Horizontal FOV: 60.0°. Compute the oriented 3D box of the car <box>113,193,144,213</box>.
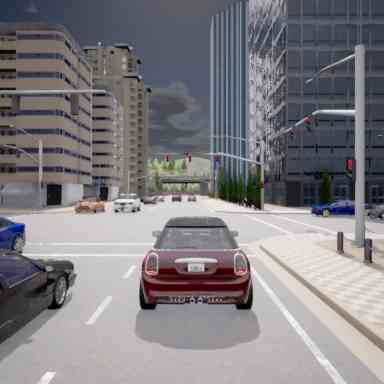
[{"bbox_3d":[-7.105,1.212,36.797,2.150,2.045,5.566,0,-1,0],"label":"car"}]

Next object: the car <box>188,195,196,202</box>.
[{"bbox_3d":[-0.004,1.547,75.859,1.994,1.385,4.181,0,0,0],"label":"car"}]

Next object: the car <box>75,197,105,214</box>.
[{"bbox_3d":[-10.603,1.323,34.807,2.097,1.767,4.553,0,-1,0],"label":"car"}]

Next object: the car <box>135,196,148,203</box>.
[{"bbox_3d":[-10.503,1.595,69.111,1.895,1.301,4.718,0,0,0],"label":"car"}]

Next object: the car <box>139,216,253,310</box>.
[{"bbox_3d":[0.082,1.352,7.988,2.097,1.767,4.553,0,0,0],"label":"car"}]

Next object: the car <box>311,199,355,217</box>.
[{"bbox_3d":[13.292,1.422,29.885,5.008,1.535,1.882,0,0,1],"label":"car"}]

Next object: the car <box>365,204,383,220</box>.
[{"bbox_3d":[16.279,1.436,26.362,4.902,1.511,2.128,0,0,0],"label":"car"}]

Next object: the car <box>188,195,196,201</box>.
[{"bbox_3d":[-0.004,1.493,84.353,1.812,1.442,4.674,0,0,0],"label":"car"}]

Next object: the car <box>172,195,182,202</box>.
[{"bbox_3d":[-3.504,1.470,74.743,1.882,1.535,5.008,0,0,0],"label":"car"}]

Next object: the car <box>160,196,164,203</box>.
[{"bbox_3d":[-7.003,1.525,71.487,2.128,1.511,4.902,0,0,0],"label":"car"}]

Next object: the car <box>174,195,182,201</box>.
[{"bbox_3d":[-3.504,1.509,84.353,2.033,1.411,5.357,0,0,0],"label":"car"}]

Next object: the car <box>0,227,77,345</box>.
[{"bbox_3d":[-3.434,1.547,4.790,2.033,1.411,5.357,0,0,0],"label":"car"}]

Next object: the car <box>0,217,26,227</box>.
[{"bbox_3d":[-7.101,1.478,10.379,1.882,1.535,5.008,0,0,0],"label":"car"}]

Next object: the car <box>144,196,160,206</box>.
[{"bbox_3d":[-7.089,1.547,56.070,2.033,1.411,5.357,0,0,0],"label":"car"}]

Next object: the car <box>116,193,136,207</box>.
[{"bbox_3d":[-10.597,1.219,53.823,2.150,2.045,5.566,0,0,0],"label":"car"}]
